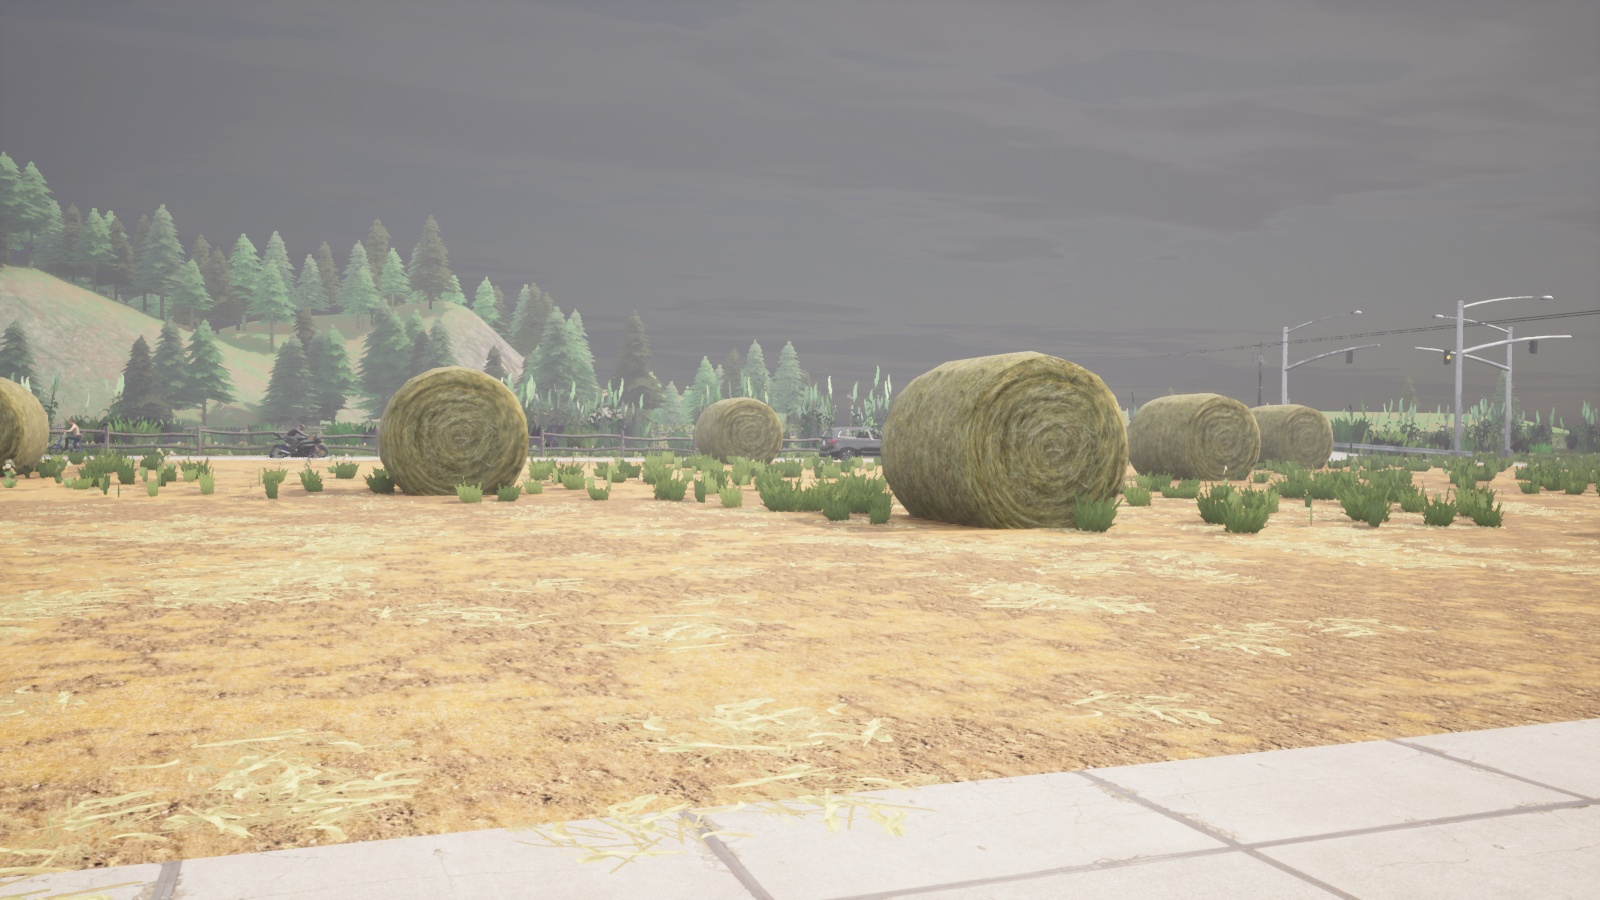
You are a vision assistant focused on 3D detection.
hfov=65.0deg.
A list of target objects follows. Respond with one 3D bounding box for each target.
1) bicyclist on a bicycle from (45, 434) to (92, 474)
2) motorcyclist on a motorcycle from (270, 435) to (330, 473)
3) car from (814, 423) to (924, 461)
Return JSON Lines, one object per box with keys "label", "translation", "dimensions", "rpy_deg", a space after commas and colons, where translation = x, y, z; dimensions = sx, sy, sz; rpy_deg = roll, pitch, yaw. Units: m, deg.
{"label": "bicyclist on a bicycle", "translation": [-30.340, 0.155, 52.111], "dimensions": [1.509, 1.612, 0.866], "rpy_deg": [-1, 1, -16]}
{"label": "motorcyclist on a motorcycle", "translation": [-20.467, 0.161, 51.452], "dimensions": [2.191, 1.530, 0.866], "rpy_deg": [-1, 1, -17]}
{"label": "car", "translation": [3.201, -0.400, 58.616], "dimensions": [4.611, 1.667, 2.242], "rpy_deg": [-1, 1, -17]}
